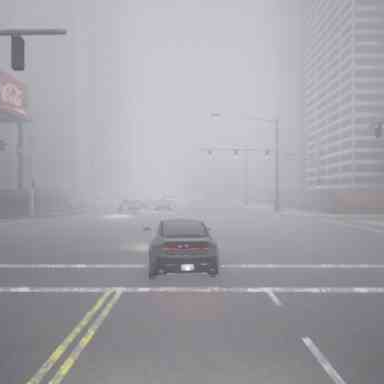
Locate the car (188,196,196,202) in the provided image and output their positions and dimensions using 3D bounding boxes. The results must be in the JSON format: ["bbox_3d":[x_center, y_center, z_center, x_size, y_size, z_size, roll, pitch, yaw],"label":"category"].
[{"bbox_3d":[-0.015,1.674,78.910,1.812,1.442,4.674,0,0,0],"label":"car"}]

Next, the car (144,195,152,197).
[{"bbox_3d":[-7.032,1.673,57.327,1.994,1.385,4.181,0,0,1],"label":"car"}]

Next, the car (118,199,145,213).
[{"bbox_3d":[-7.110,1.564,38.014,2.128,1.511,4.902,0,0,0],"label":"car"}]

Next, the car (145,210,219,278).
[{"bbox_3d":[-0.426,1.526,10.271,1.837,1.490,4.892,1,0,-8],"label":"car"}]

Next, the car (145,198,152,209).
[{"bbox_3d":[-7.091,1.691,47.278,1.895,1.301,4.718,0,0,0],"label":"car"}]

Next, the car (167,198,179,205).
[{"bbox_3d":[-3.512,1.718,61.593,1.895,1.301,4.718,0,0,0],"label":"car"}]

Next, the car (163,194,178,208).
[{"bbox_3d":[-3.573,1.320,51.548,2.150,2.045,5.566,0,0,0],"label":"car"}]

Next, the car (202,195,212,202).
[{"bbox_3d":[3.485,1.505,78.923,2.097,1.767,4.553,0,0,0],"label":"car"}]

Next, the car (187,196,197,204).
[{"bbox_3d":[-0.013,1.730,68.697,1.895,1.301,4.718,0,0,0],"label":"car"}]

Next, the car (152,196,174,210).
[{"bbox_3d":[-3.587,1.606,41.969,1.812,1.442,4.674,0,0,0],"label":"car"}]
